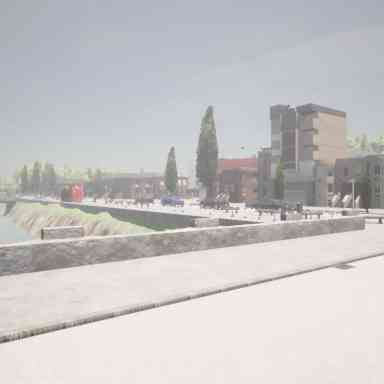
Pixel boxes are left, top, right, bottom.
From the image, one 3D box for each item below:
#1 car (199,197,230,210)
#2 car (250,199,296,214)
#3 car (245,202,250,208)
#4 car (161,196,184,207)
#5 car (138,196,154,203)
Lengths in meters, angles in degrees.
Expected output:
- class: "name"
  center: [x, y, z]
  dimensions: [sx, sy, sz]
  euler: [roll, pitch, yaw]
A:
- class: "car"
  center: [2.938, 1.505, 43.993]
  dimensions: [1.837, 1.490, 4.892]
  euler: [0, 0, -36]
- class: "car"
  center: [8.878, 1.505, 35.699]
  dimensions: [1.837, 1.490, 4.892]
  euler: [0, 0, -36]
- class: "car"
  center: [9.153, 1.547, 42.514]
  dimensions: [2.033, 1.411, 5.357]
  euler: [0, 0, -36]
- class: "car"
  center: [-3.112, 1.478, 52.475]
  dimensions: [1.882, 1.535, 5.008]
  euler: [0, 0, -35]
- class: "car"
  center: [-9.805, 1.546, 68.972]
  dimensions: [2.033, 1.411, 5.357]
  euler: [0, 0, -36]
